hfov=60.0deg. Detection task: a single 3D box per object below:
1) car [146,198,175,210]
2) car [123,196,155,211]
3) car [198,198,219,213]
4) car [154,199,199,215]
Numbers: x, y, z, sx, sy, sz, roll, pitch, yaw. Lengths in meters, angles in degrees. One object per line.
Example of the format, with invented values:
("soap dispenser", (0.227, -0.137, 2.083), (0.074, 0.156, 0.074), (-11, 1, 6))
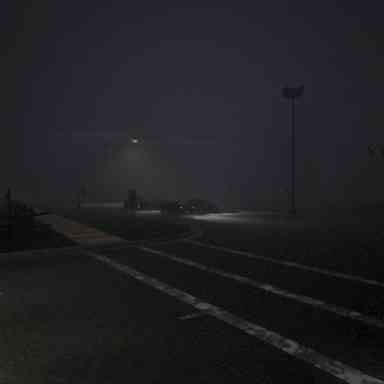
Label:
("car", (-4.150, 1.557, 43.879), (1.994, 1.385, 4.181), (0, 0, -35))
("car", (-6.840, 1.347, 41.626), (2.097, 1.767, 4.553), (0, 0, -35))
("car", (0.958, 1.498, 36.604), (1.837, 1.490, 4.892), (0, 0, -35))
("car", (-1.673, 1.595, 34.260), (1.895, 1.301, 4.718), (0, 0, -35))
